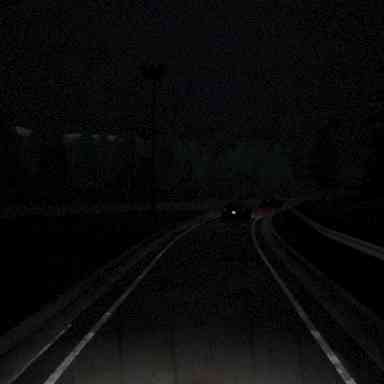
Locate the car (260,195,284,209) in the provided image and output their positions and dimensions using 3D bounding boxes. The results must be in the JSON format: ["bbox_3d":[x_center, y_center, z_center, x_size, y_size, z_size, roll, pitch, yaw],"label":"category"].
[{"bbox_3d":[10.130,1.096,42.025,2.097,1.767,4.553,0,0,28],"label":"car"}]

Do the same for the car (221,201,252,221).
[{"bbox_3d":[3.457,1.406,25.402,1.994,1.385,4.181,0,0,15],"label":"car"}]
